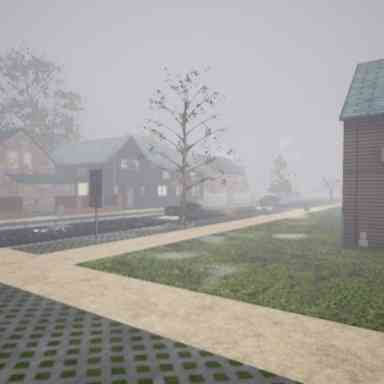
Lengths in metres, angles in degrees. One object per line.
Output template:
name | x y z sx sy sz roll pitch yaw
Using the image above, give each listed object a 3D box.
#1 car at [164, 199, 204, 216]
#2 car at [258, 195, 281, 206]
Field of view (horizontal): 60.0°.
car | -0.670 1.347 29.763 1.994 1.385 4.181 1 1 34
car | 11.080 1.152 47.238 1.882 1.535 5.008 1 0 34
